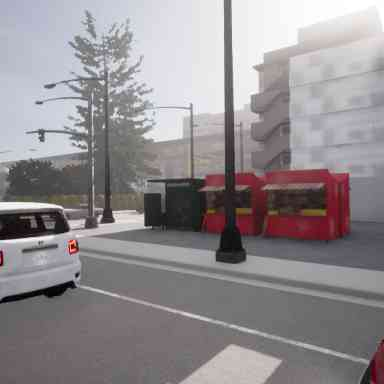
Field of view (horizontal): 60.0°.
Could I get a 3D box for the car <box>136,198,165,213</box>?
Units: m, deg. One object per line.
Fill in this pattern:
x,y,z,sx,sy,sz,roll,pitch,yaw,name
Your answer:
-4.185,1.483,37.641,2.097,1.767,4.553,-1,-1,36,car

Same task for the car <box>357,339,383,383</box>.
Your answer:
3.382,1.601,1.572,4.718,1.301,1.895,0,0,35,car

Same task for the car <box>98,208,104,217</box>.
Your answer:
-10.147,1.733,29.428,1.895,1.301,4.718,-1,-1,36,car

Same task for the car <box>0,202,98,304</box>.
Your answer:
-4.811,1.234,7.382,5.566,2.045,2.150,0,0,36,car
